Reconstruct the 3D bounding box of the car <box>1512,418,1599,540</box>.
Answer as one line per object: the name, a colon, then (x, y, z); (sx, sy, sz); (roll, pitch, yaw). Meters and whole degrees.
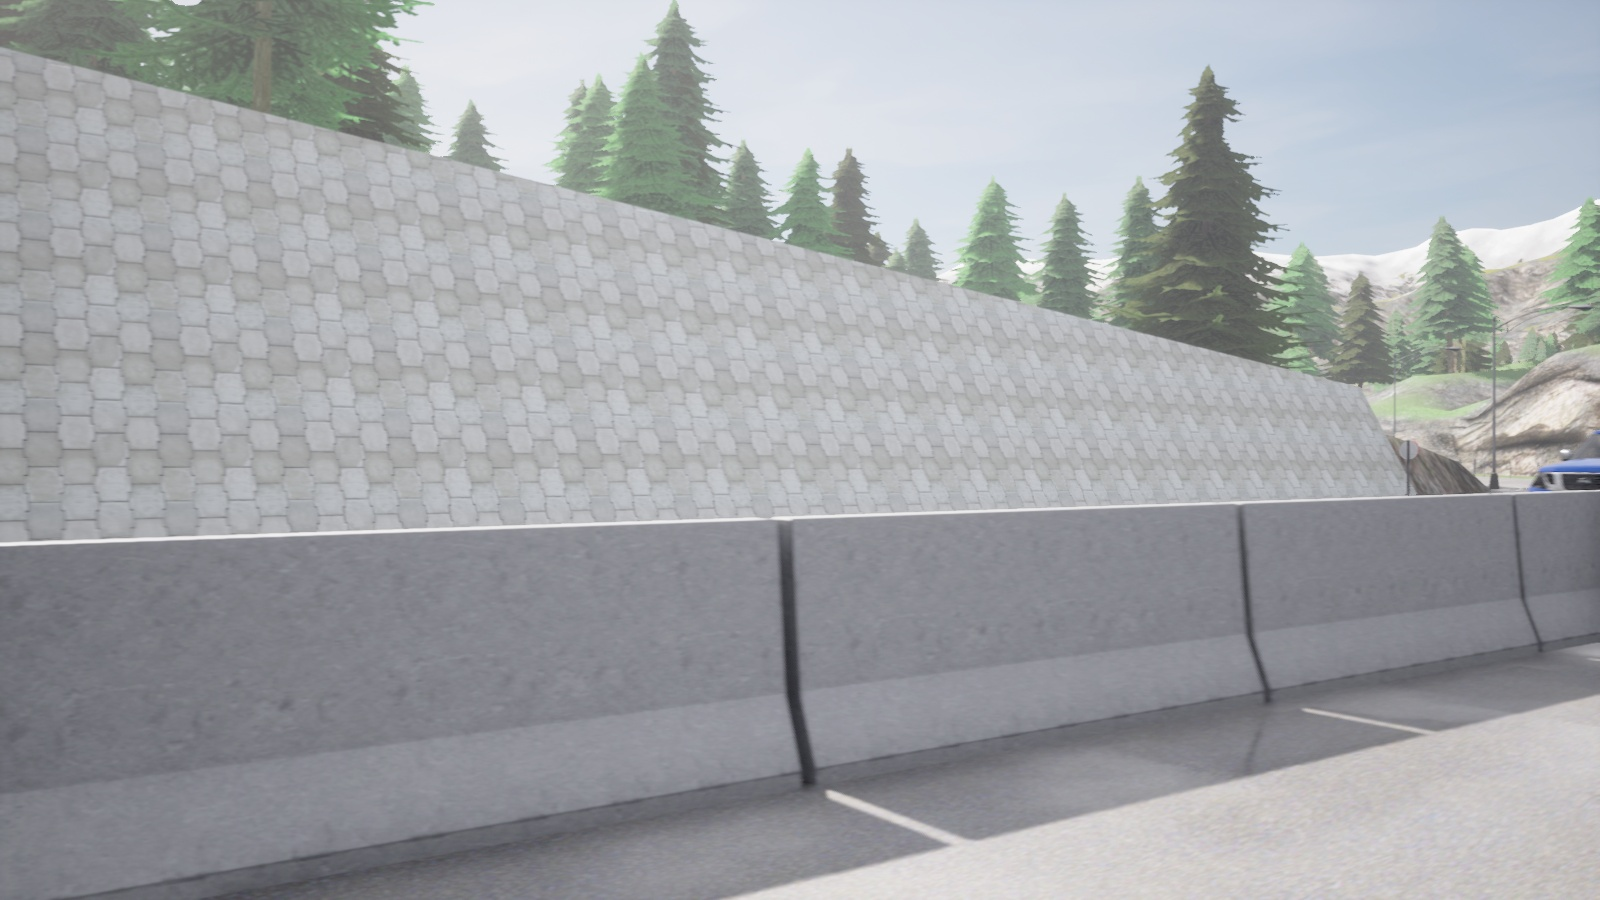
car: (15.539, 0.487, 23.004); (5.566, 2.045, 2.150); (0, 0, -35)
